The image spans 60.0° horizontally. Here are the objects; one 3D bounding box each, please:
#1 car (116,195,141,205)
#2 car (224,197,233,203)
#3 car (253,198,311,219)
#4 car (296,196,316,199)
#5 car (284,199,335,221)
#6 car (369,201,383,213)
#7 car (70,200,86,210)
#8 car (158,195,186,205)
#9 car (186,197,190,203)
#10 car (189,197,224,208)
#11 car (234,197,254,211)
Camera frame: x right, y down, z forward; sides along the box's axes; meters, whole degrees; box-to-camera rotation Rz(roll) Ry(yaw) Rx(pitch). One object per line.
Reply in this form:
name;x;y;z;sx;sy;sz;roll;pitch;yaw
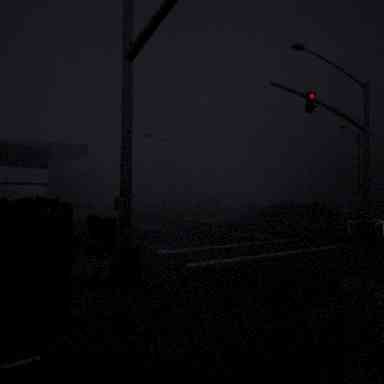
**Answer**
car;-11.074;1.683;59.358;3.806;1.475;1.970;1;-1;-35
car;7.957;1.877;76.708;3.806;1.475;1.970;1;-1;-35
car;8.596;1.647;31.310;5.027;1.636;2.152;1;-1;-35
car;21.234;1.747;59.004;4.605;1.855;1.932;1;-1;-35
car;10.436;1.657;28.769;4.514;1.523;2.007;1;-1;-35
car;23.977;1.936;41.883;3.806;1.475;1.970;1;-1;-35
car;-15.637;1.762;43.813;1.895;1.301;4.718;1;-1;-35
car;-4.144;1.527;64.249;4.605;1.855;1.932;1;-1;-35
car;0.081;1.855;75.671;4.514;1.523;2.007;1;-1;-35
car;2.407;1.716;53.630;4.514;1.523;2.007;1;-1;-35
car;8.098;1.735;45.416;3.633;1.501;1.845;1;-1;-35
